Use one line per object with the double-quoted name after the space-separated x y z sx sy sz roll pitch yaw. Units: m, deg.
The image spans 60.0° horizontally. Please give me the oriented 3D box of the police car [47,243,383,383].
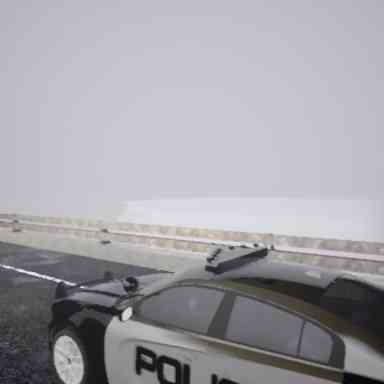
0.362 1.427 3.610 5.238 1.638 1.930 0 0 36 "police car"
